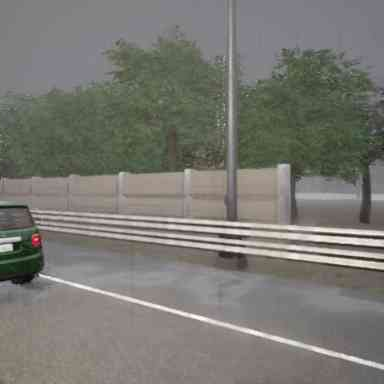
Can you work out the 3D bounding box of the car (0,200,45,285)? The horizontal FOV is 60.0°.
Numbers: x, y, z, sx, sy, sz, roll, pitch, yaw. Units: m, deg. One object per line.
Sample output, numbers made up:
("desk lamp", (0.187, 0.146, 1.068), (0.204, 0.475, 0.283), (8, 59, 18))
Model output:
("car", (-5.932, 1.217, 8.239), (5.566, 2.045, 2.150), (0, 0, 36))
